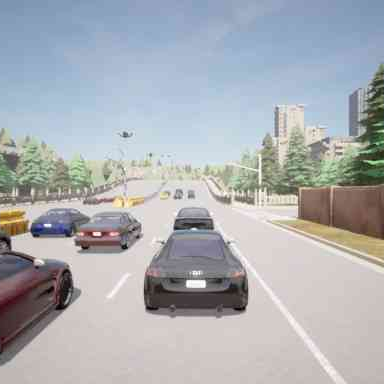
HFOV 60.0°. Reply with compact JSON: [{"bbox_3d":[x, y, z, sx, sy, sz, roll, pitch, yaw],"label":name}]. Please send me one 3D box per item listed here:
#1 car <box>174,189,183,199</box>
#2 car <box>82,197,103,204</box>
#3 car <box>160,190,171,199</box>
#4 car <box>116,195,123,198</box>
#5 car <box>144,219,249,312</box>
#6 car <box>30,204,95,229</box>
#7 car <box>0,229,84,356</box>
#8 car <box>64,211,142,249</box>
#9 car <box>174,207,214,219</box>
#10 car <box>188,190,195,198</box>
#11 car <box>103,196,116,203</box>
[{"bbox_3d":[-3.692,0.903,86.930,2.097,1.767,4.553,0,3,0],"label":"car"},{"bbox_3d":[-17.618,1.564,58.168,1.994,1.385,4.181,0,0,0],"label":"car"},{"bbox_3d":[-7.192,1.024,86.944,1.882,1.535,5.008,0,3,0],"label":"car"},{"bbox_3d":[-17.638,1.489,78.551,1.895,1.301,4.718,0,1,0],"label":"car"},{"bbox_3d":[0.088,1.564,7.780,1.994,1.385,4.181,0,0,1],"label":"car"},{"bbox_3d":[-6.918,1.564,17.972,1.994,1.385,4.181,0,0,0],"label":"car"},{"bbox_3d":[-3.410,1.564,5.172,1.994,1.385,4.181,0,0,0],"label":"car"},{"bbox_3d":[-3.408,1.547,14.412,2.033,1.411,5.357,0,0,0],"label":"car"},{"bbox_3d":[0.084,1.478,16.770,1.882,1.535,5.008,0,0,0],"label":"car"},{"bbox_3d":[-0.213,0.839,90.101,1.837,1.490,4.892,0,4,0],"label":"car"},{"bbox_3d":[-17.576,1.594,68.382,1.895,1.301,4.718,0,0,0],"label":"car"}]
